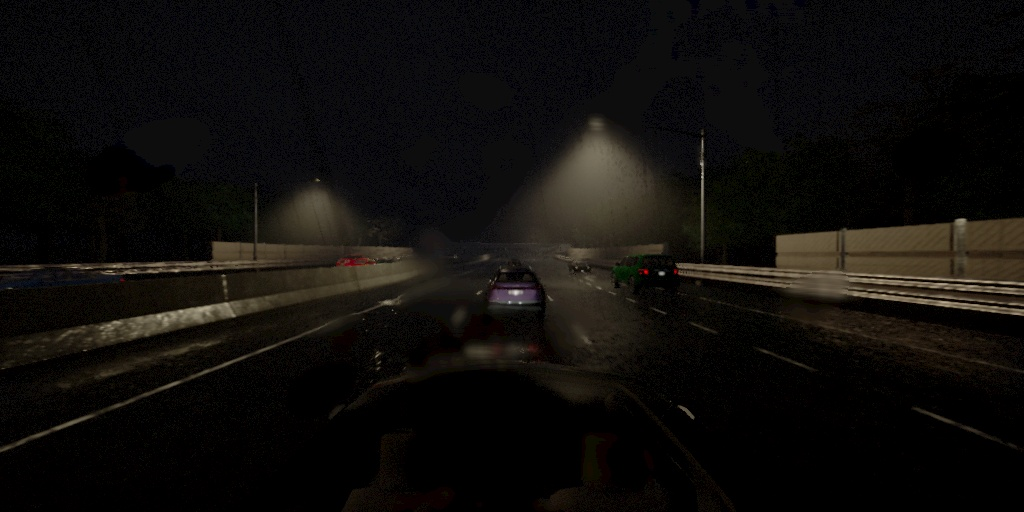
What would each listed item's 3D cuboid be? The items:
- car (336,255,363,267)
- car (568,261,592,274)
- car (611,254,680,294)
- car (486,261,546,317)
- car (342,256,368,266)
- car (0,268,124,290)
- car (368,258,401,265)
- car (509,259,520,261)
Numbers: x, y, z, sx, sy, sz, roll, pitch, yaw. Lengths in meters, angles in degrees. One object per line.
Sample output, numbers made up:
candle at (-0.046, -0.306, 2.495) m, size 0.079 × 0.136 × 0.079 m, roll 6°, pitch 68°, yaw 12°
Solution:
car at (-24.241, 0.813, 54.116) m, size 2.150 × 2.045 × 5.566 m, roll 0°, pitch 0°, yaw 1°
car at (7.265, 1.244, 39.074) m, size 1.895 × 1.301 × 4.718 m, roll 0°, pitch 0°, yaw 0°
car at (7.144, 0.924, 19.758) m, size 2.150 × 2.045 × 5.566 m, roll 0°, pitch 0°, yaw 0°
car at (0.121, 1.152, 12.989) m, size 2.033 × 1.649 × 4.856 m, roll 0°, pitch 0°, yaw 0°
car at (-17.387, 1.109, 41.890) m, size 1.882 × 1.535 × 5.008 m, roll 0°, pitch 0°, yaw 1°
car at (-21.068, 1.258, 16.313) m, size 2.033 × 1.411 × 5.357 m, roll 0°, pitch 0°, yaw 0°
car at (-13.909, 0.989, 40.183) m, size 2.097 × 1.767 × 4.553 m, roll 0°, pitch 0°, yaw 1°
car at (0.306, 1.132, 43.920) m, size 1.837 × 1.490 × 4.892 m, roll 0°, pitch 0°, yaw 1°
